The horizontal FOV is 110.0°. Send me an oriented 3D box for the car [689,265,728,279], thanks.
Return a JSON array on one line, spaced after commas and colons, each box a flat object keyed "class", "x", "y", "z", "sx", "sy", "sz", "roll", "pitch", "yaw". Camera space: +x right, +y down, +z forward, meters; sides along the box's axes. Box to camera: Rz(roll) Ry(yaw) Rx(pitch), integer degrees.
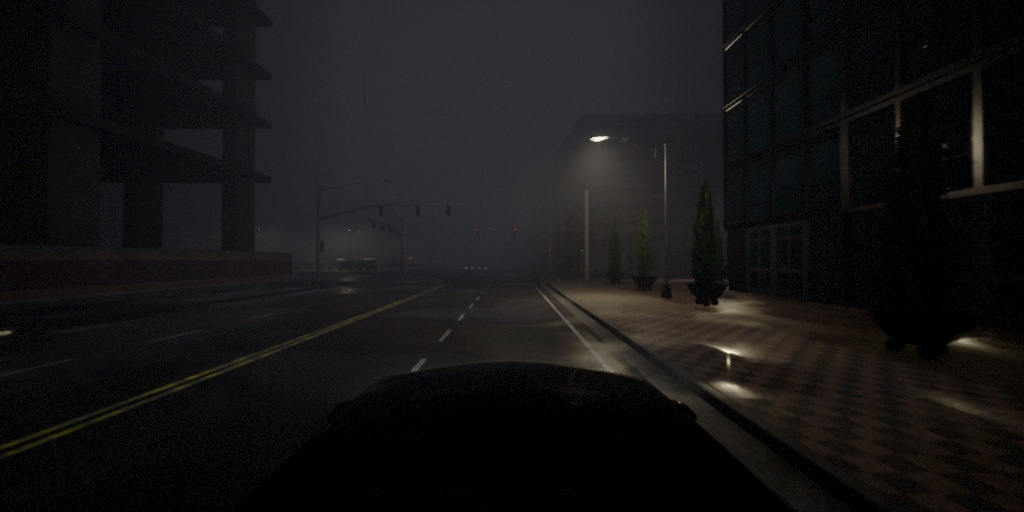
[{"class": "car", "x": 20.412, "y": 1.504, "z": 35.830, "sx": 5.008, "sy": 1.535, "sz": 1.882, "roll": 1, "pitch": -1, "yaw": -1}]
